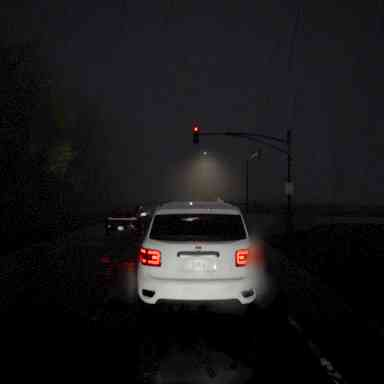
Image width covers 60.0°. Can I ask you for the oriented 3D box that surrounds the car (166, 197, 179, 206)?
[{"bbox_3d":[-3.394,1.561,57.336,1.994,1.385,4.181,0,0,0],"label":"car"}]

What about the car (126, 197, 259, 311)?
[{"bbox_3d":[0.102,1.223,7.916,2.150,2.045,5.566,0,0,0],"label":"car"}]

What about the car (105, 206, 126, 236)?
[{"bbox_3d":[-3.399,1.494,18.261,2.128,1.511,4.902,0,0,0],"label":"car"}]
